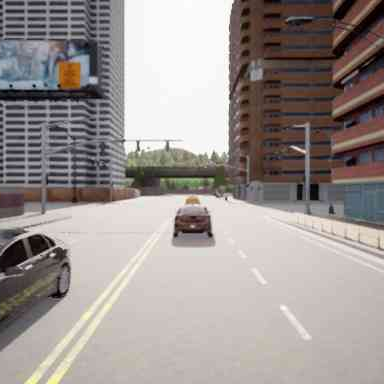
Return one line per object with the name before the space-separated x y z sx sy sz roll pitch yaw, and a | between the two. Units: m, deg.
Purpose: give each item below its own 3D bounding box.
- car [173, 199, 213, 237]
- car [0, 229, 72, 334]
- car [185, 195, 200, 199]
car | 0.053 1.368 17.333 1.882 1.535 5.008 0 0 0
car | -3.591 1.469 5.609 1.837 1.490 4.892 0 0 0
car | 0.089 1.197 44.559 1.882 1.535 5.008 0 0 0
